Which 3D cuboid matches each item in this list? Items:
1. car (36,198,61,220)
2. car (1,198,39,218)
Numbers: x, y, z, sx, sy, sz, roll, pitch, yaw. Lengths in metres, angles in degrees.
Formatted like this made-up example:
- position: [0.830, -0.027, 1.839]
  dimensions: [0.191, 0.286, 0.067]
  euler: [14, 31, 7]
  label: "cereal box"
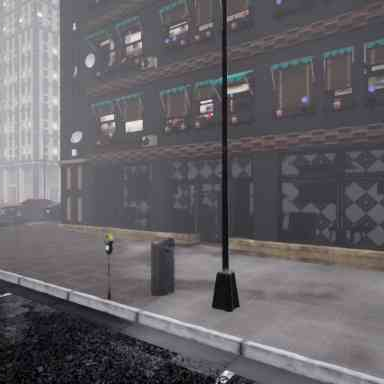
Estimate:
- position: [-8.261, 1.279, 23.555]
  dimensions: [1.947, 1.339, 4.313]
  euler: [1, 1, 35]
  label: "car"
- position: [-12.897, 1.262, 27.047]
  dimensions: [1.812, 1.442, 4.674]
  euler: [0, 1, 35]
  label: "car"
